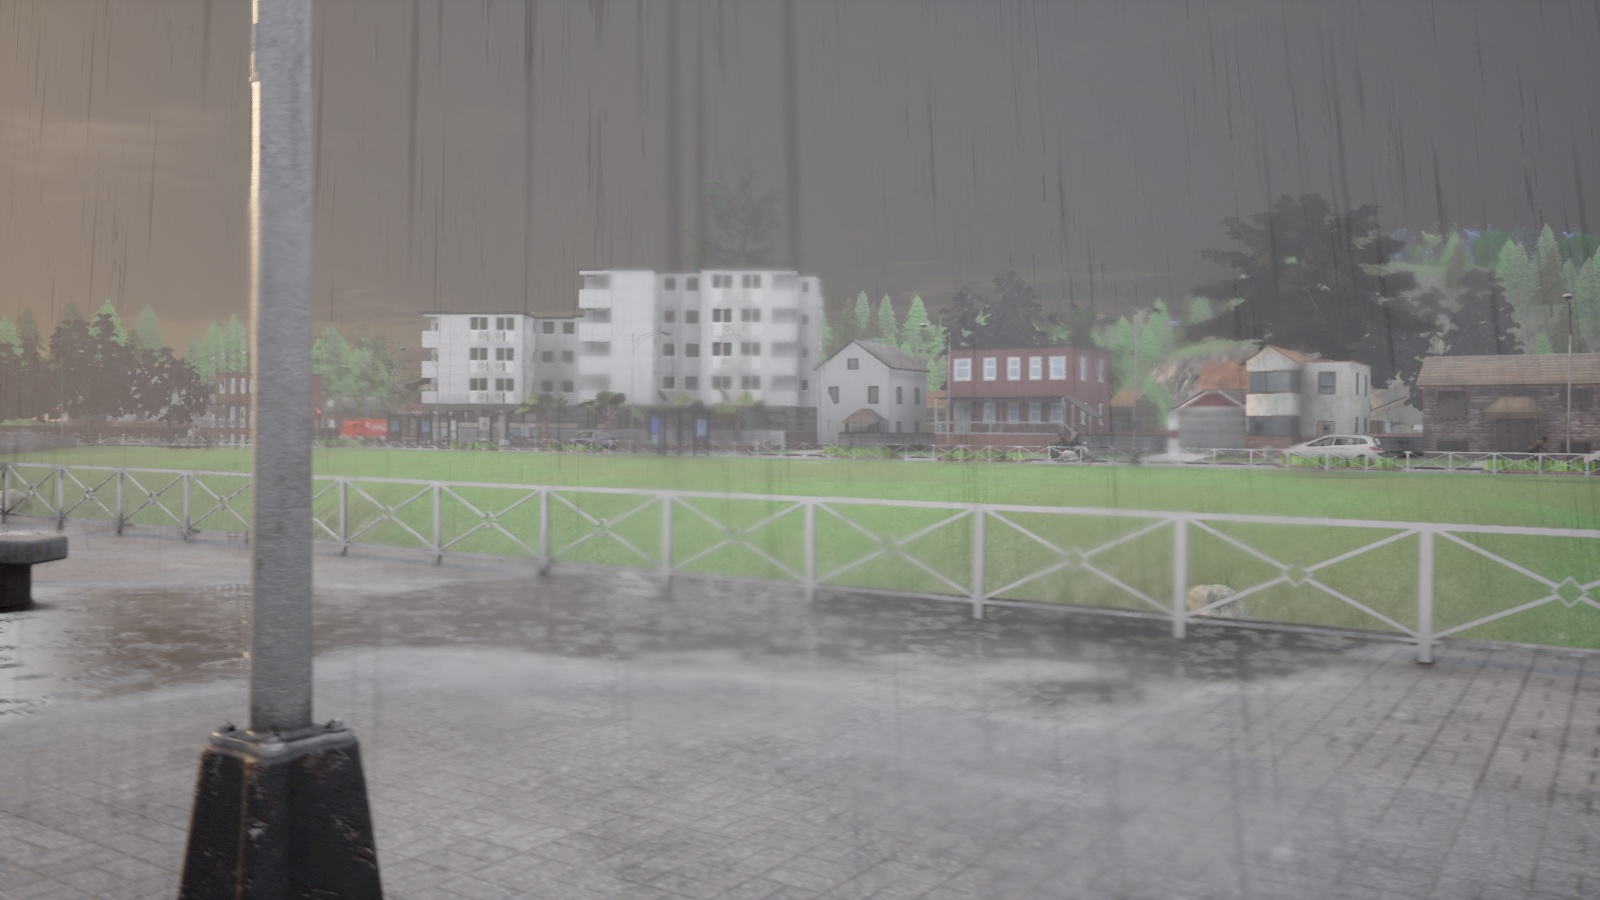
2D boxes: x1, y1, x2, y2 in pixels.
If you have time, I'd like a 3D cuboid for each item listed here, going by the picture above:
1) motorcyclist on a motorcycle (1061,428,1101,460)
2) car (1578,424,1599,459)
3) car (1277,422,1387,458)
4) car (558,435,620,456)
[{"bbox_3d":[14.304,-0.318,63.979,1.817,1.590,0.866,0,1,34],"label":"motorcyclist on a motorcycle"},{"bbox_3d":[36.255,-0.390,54.191,4.514,1.525,2.007,0,1,34],"label":"car"},{"bbox_3d":[25.863,-0.492,61.096,4.611,1.667,2.242,0,1,34],"label":"car"},{"bbox_3d":[-14.805,-0.324,88.131,4.193,1.474,1.816,0,1,34],"label":"car"}]
